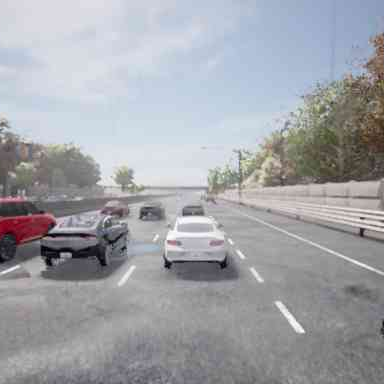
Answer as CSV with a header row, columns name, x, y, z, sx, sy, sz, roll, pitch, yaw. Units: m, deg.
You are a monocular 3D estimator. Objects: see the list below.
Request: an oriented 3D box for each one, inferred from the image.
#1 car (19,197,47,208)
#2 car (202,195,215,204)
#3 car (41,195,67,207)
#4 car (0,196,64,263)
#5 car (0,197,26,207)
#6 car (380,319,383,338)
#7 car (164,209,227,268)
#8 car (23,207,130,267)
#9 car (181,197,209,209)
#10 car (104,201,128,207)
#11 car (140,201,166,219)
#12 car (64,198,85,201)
name,x,y,z,sx,sy,sz,roll,pitch,yaw
car,-24.541,1.534,51.555,1.837,1.490,4.892,0,0,1
car,3.510,1.475,65.526,1.837,1.490,4.892,0,0,0
car,-21.054,1.383,51.121,2.097,1.767,4.553,0,0,0
car,-6.898,1.224,12.112,2.150,2.045,5.566,0,0,0
car,-28.041,1.522,51.517,2.128,1.511,4.902,0,0,0
car,3.546,1.501,2.882,1.994,1.385,4.181,0,0,2
car,0.101,1.528,11.188,1.812,1.442,4.674,0,0,0
car,-3.397,1.494,11.386,2.128,1.511,4.902,0,0,0
car,0.106,1.504,29.018,2.128,1.511,4.902,0,0,0
car,-6.896,1.539,30.135,1.812,1.442,4.674,0,0,0
car,-3.396,1.517,29.091,1.837,1.490,4.892,0,0,0
car,-17.543,1.578,51.704,2.033,1.411,5.357,0,0,1
